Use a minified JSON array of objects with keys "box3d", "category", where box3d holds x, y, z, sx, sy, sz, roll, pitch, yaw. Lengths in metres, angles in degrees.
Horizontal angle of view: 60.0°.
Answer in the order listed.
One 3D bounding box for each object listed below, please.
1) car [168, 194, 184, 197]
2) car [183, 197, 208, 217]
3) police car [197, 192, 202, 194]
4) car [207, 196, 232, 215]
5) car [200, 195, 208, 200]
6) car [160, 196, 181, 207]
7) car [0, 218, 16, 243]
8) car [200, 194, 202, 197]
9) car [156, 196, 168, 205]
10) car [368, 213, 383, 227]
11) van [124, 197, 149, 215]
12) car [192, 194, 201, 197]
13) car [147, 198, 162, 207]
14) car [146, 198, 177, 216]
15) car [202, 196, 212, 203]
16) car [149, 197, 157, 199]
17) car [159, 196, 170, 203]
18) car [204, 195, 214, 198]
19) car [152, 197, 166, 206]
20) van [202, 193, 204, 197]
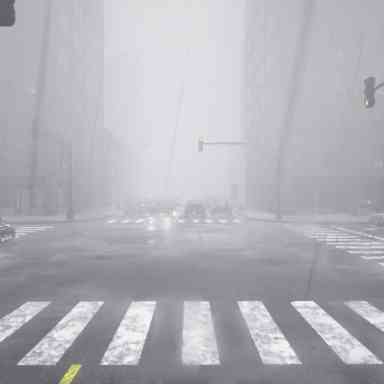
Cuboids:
[{"box3d":[-2.811,1.550,53.837,2.033,1.411,5.357,0,0,1],"category":"car"},{"box3d":[0.258,1.506,31.472,1.837,1.490,4.892,0,0,1],"category":"car"},{"box3d":[2.781,1.420,79.454,1.930,1.638,5.238,0,0,0],"category":"police car"},{"box3d":[2.839,1.442,33.348,1.967,1.590,4.097,0,0,0],"category":"car"},{"box3d":[3.138,1.557,90.040,1.947,1.339,4.313,0,0,0],"category":"car"},{"box3d":[-2.875,1.603,43.147,1.895,1.301,4.718,0,0,1],"category":"car"},{"box3d":[-9.902,1.337,13.862,4.553,1.767,2.097,0,0,0],"category":"car"},{"box3d":[2.989,1.527,61.863,1.752,1.417,4.829,0,0,0],"category":"car"},{"box3d":[-5.538,1.527,61.561,1.752,1.417,4.829,0,0,0],"category":"car"},{"box3d":[13.642,1.615,20.676,4.718,1.301,1.895,0,0,0],"category":"car"},{"box3d":[-5.687,1.343,33.390,1.690,1.788,3.998,0,0,0],"category":"van"},{"box3d":[0.439,1.548,63.337,2.033,1.411,5.357,0,0,0],"category":"car"},{"box3d":[-5.597,1.585,50.395,1.802,1.307,4.206,0,0,0],"category":"car"},{"box3d":[-2.929,1.602,33.164,1.895,1.301,4.718,0,0,3],"category":"car"},{"box3d":[3.019,1.551,67.363,2.008,1.369,4.403,0,0,0],"category":"car"},{"box3d":[-5.657,1.442,39.059,1.967,1.590,4.097,0,0,0],"category":"car"},{"box3d":[-5.507,1.566,67.400,1.947,1.339,4.313,0,0,0],"category":"car"},{"box3d":[2.899,1.443,44.686,1.967,1.590,4.097,0,0,0],"category":"car"},{"box3d":[-5.567,1.568,56.063,1.947,1.339,4.313,0,0,0],"category":"car"},{"box3d":[2.958,1.343,56.024,1.690,1.788,3.998,0,0,0],"category":"van"}]
